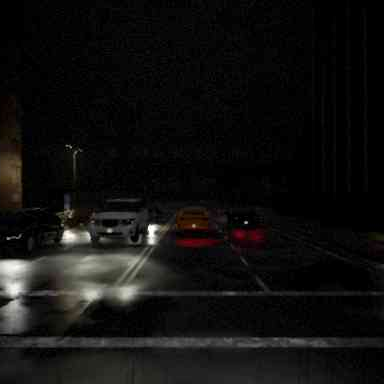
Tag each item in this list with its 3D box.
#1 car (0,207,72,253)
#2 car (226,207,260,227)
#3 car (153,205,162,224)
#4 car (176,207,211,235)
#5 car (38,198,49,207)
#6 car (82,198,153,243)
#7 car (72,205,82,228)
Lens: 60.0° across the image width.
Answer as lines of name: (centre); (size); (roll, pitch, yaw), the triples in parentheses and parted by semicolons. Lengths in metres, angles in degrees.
car: (-7.088, 1.604, 14.282); (1.837, 1.490, 4.892); (0, 0, 0)
car: (3.598, 1.769, 24.323); (1.895, 1.301, 4.718); (0, 0, 0)
car: (-3.510, 1.748, 26.594); (1.994, 1.385, 4.181); (0, 0, 0)
car: (0.100, 1.614, 19.664); (1.882, 1.535, 5.008); (0, 0, 0)
car: (-20.674, 1.644, 50.382); (4.553, 1.767, 2.097); (0, 0, 0)
car: (-3.573, 1.341, 17.238); (2.150, 2.045, 5.566); (0, 0, 0)
car: (-7.039, 1.515, 23.469); (2.097, 1.767, 4.553); (0, 0, 1)
